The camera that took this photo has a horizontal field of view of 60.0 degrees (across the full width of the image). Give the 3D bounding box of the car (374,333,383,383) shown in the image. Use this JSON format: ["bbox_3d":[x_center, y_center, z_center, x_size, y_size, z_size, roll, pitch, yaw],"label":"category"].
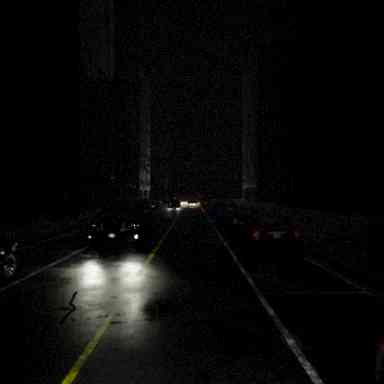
[{"bbox_3d":[2.854,1.454,1.871,1.967,1.590,4.097,0,0,0],"label":"car"}]

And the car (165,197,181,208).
[{"bbox_3d":[-2.982,1.896,56.342,1.837,1.490,4.892,0,0,1],"label":"car"}]

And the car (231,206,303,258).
[{"bbox_3d":[2.870,1.531,13.168,1.967,1.590,4.097,0,0,0],"label":"car"}]

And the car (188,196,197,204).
[{"bbox_3d":[0.107,1.921,73.524,1.994,1.385,4.181,0,0,0],"label":"car"}]

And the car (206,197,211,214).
[{"bbox_3d":[2.904,1.687,35.761,1.967,1.590,4.097,0,0,0],"label":"car"}]

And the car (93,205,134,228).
[{"bbox_3d":[-5.637,1.735,24.471,1.947,1.339,4.313,0,0,0],"label":"car"}]

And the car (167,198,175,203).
[{"bbox_3d":[-5.546,2.177,86.608,1.802,1.307,4.206,0,0,0],"label":"car"}]

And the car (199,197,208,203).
[{"bbox_3d":[2.979,2.035,86.598,1.967,1.590,4.097,0,0,0],"label":"car"}]

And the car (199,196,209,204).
[{"bbox_3d":[2.970,1.874,80.950,2.192,1.841,5.009,0,0,0],"label":"car"}]

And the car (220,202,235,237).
[{"bbox_3d":[2.879,1.570,18.816,1.967,1.590,4.097,0,0,0],"label":"car"}]

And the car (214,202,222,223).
[{"bbox_3d":[2.888,1.713,24.463,1.887,1.381,4.507,0,0,0],"label":"car"}]

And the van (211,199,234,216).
[{"bbox_3d":[2.895,1.549,30.113,1.690,1.788,3.998,0,0,0],"label":"van"}]

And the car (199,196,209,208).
[{"bbox_3d":[2.430,1.839,55.124,1.801,1.575,5.366,0,0,0],"label":"car"}]

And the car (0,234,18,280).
[{"bbox_3d":[-5.662,1.618,7.526,1.947,1.339,4.313,0,0,0],"label":"car"}]

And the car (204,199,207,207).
[{"bbox_3d":[2.912,1.831,41.409,1.887,1.381,4.507,0,0,0],"label":"car"}]

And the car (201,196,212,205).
[{"bbox_3d":[2.953,1.799,69.653,2.192,1.841,5.009,0,0,0],"label":"car"}]

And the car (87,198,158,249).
[{"bbox_3d":[-3.076,1.329,15.533,2.150,2.045,5.566,0,0,0],"label":"car"}]

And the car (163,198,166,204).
[{"bbox_3d":[-5.563,2.067,75.310,1.887,1.381,4.507,0,0,0],"label":"car"}]

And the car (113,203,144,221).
[{"bbox_3d":[-5.629,1.753,30.120,1.887,1.381,4.507,0,0,0],"label":"car"}]

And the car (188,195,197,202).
[{"bbox_3d":[0.130,1.819,88.608,2.097,1.767,4.553,0,0,0],"label":"car"}]
